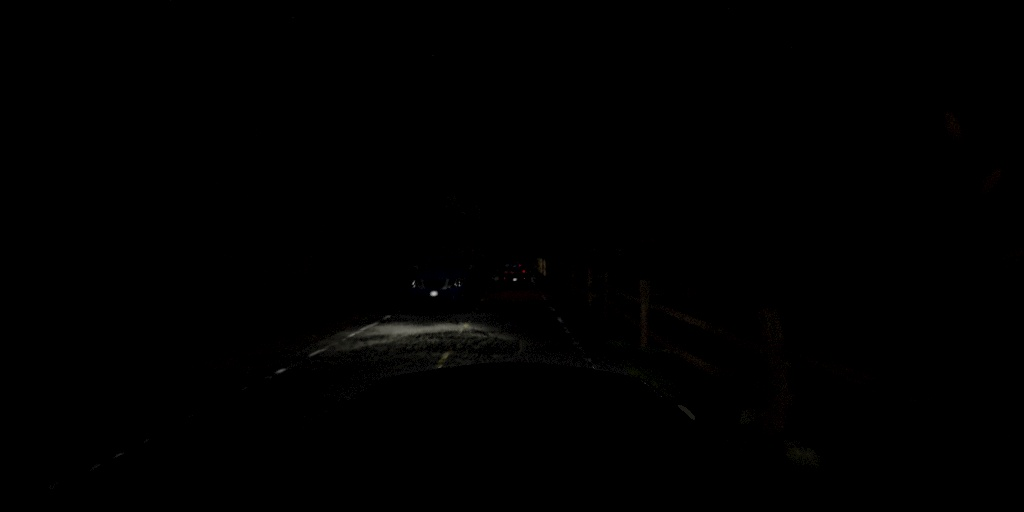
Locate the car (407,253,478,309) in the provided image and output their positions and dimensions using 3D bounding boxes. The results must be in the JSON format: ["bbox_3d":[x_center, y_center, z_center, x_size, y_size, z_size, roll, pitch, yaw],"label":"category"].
[{"bbox_3d":[-2.701,0.916,15.101,2.150,2.045,5.566,-1,0,0],"label":"car"}]

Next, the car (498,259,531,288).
[{"bbox_3d":[0.168,1.087,22.419,2.128,1.511,4.902,-1,1,0],"label":"car"}]

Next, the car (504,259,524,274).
[{"bbox_3d":[0.198,1.030,37.925,1.994,1.385,4.181,-1,0,0],"label":"car"}]
